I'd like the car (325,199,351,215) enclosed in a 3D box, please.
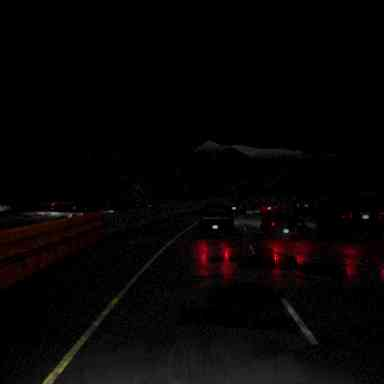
[{"bbox_3d":[15.801,1.540,36.266,1.882,1.535,5.008,0,0,16],"label":"car"}]

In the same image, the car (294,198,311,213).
[{"bbox_3d":[11.713,1.409,34.573,2.097,1.767,4.553,0,0,14],"label":"car"}]

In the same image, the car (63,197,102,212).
[{"bbox_3d":[-12.514,1.538,39.436,2.128,1.511,4.902,0,0,15],"label":"car"}]

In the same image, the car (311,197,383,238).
[{"bbox_3d":[8.375,1.253,18.052,2.150,2.045,5.566,0,0,7],"label":"car"}]

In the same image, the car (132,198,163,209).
[{"bbox_3d":[-5.031,1.529,40.354,1.882,1.535,5.008,0,0,16],"label":"car"}]

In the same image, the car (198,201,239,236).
[{"bbox_3d":[1.468,1.519,18.848,2.128,1.511,4.902,0,0,8],"label":"car"}]

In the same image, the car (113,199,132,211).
[{"bbox_3d":[-8.230,1.615,41.893,1.994,1.385,4.181,0,0,16],"label":"car"}]

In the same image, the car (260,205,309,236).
[{"bbox_3d":[4.915,1.630,18.523,1.895,1.301,4.718,0,0,7],"label":"car"}]

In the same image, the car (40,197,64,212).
[{"bbox_3d":[-16.001,1.394,39.869,2.097,1.767,4.553,0,0,15],"label":"car"}]

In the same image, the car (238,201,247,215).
[{"bbox_3d":[4.745,1.617,35.537,1.994,1.385,4.181,0,0,14],"label":"car"}]

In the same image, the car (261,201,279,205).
[{"bbox_3d":[8.314,1.619,35.408,1.994,1.385,4.181,0,0,14],"label":"car"}]
